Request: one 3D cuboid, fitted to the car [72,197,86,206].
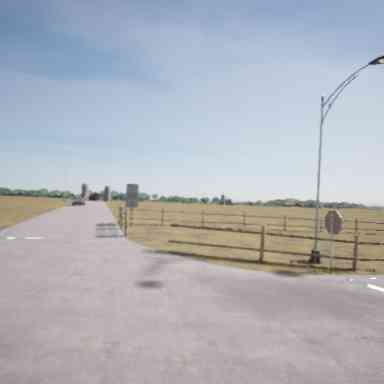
[{"bbox_3d":[-18.534,1.575,54.605,1.994,1.385,4.181,2,-1,-15],"label":"car"}]
